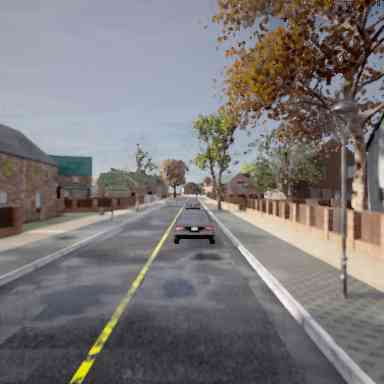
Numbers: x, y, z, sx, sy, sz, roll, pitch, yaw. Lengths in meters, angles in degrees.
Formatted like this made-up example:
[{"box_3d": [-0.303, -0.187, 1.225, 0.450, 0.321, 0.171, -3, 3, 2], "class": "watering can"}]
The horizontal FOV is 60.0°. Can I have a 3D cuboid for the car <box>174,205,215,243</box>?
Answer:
[{"box_3d": [0.104, 1.563, 16.176, 2.033, 1.411, 5.357, 0, 0, 0], "class": "car"}]

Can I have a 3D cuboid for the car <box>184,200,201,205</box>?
[{"box_3d": [0.110, 1.588, 38.863, 2.033, 1.411, 5.357, 0, 0, 0], "class": "car"}]
